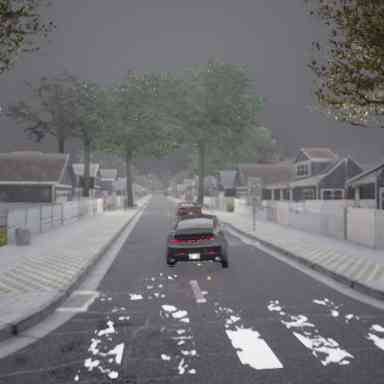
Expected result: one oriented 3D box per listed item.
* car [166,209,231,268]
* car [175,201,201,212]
[{"bbox_3d":[0.283,1.543,11.485,1.837,1.490,4.892,-3,-1,5],"label":"car"},{"bbox_3d":[-0.355,1.518,27.976,1.882,1.535,5.008,0,0,-6],"label":"car"}]
